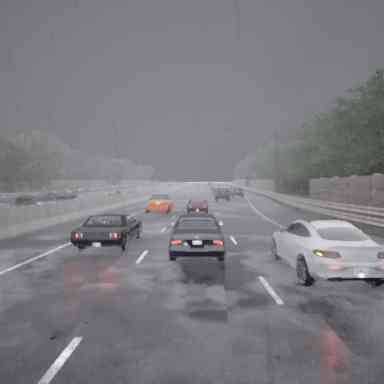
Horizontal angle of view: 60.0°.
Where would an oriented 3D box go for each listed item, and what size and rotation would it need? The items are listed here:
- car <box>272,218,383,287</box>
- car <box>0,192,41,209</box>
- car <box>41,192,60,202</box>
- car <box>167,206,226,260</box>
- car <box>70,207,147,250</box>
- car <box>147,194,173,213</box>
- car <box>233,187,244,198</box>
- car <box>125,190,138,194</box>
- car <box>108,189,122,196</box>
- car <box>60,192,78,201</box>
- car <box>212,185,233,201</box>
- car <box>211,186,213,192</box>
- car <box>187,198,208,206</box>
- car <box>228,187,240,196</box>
[{"bbox_3d":[3.518,1.451,9.164,1.812,1.442,4.674,0,0,1],"label":"car"},{"bbox_3d":[-13.799,1.102,25.242,2.097,1.767,4.553,0,1,1],"label":"car"},{"bbox_3d":[-22.759,0.701,51.238,2.033,1.411,5.357,0,2,-1],"label":"car"},{"bbox_3d":[0.176,1.486,12.143,2.033,1.411,5.357,0,1,1],"label":"car"},{"bbox_3d":[-3.302,1.523,13.851,1.895,1.301,4.718,0,1,1],"label":"car"},{"bbox_3d":[-2.951,0.970,31.298,2.097,1.767,4.553,0,1,2],"label":"car"},{"bbox_3d":[8.436,0.022,61.816,2.150,2.045,5.566,0,2,4],"label":"car"},{"bbox_3d":[-12.216,0.189,67.733,1.994,1.385,4.181,0,2,2],"label":"car"},{"bbox_3d":[-15.713,0.162,67.859,2.128,1.511,4.902,0,2,2],"label":"car"},{"bbox_3d":[-19.817,0.707,52.830,1.895,1.301,4.718,0,2,2],"label":"car"},{"bbox_3d":[4.666,0.324,51.878,2.150,2.045,5.566,0,2,2],"label":"car"},{"bbox_3d":[5.442,-0.012,71.304,1.837,1.490,4.892,0,2,2],"label":"car"},{"bbox_3d":[0.533,1.227,30.839,1.895,1.301,4.718,0,1,2],"label":"car"},{"bbox_3d":[8.963,-0.228,71.762,2.097,1.767,4.553,0,2,2],"label":"car"}]
